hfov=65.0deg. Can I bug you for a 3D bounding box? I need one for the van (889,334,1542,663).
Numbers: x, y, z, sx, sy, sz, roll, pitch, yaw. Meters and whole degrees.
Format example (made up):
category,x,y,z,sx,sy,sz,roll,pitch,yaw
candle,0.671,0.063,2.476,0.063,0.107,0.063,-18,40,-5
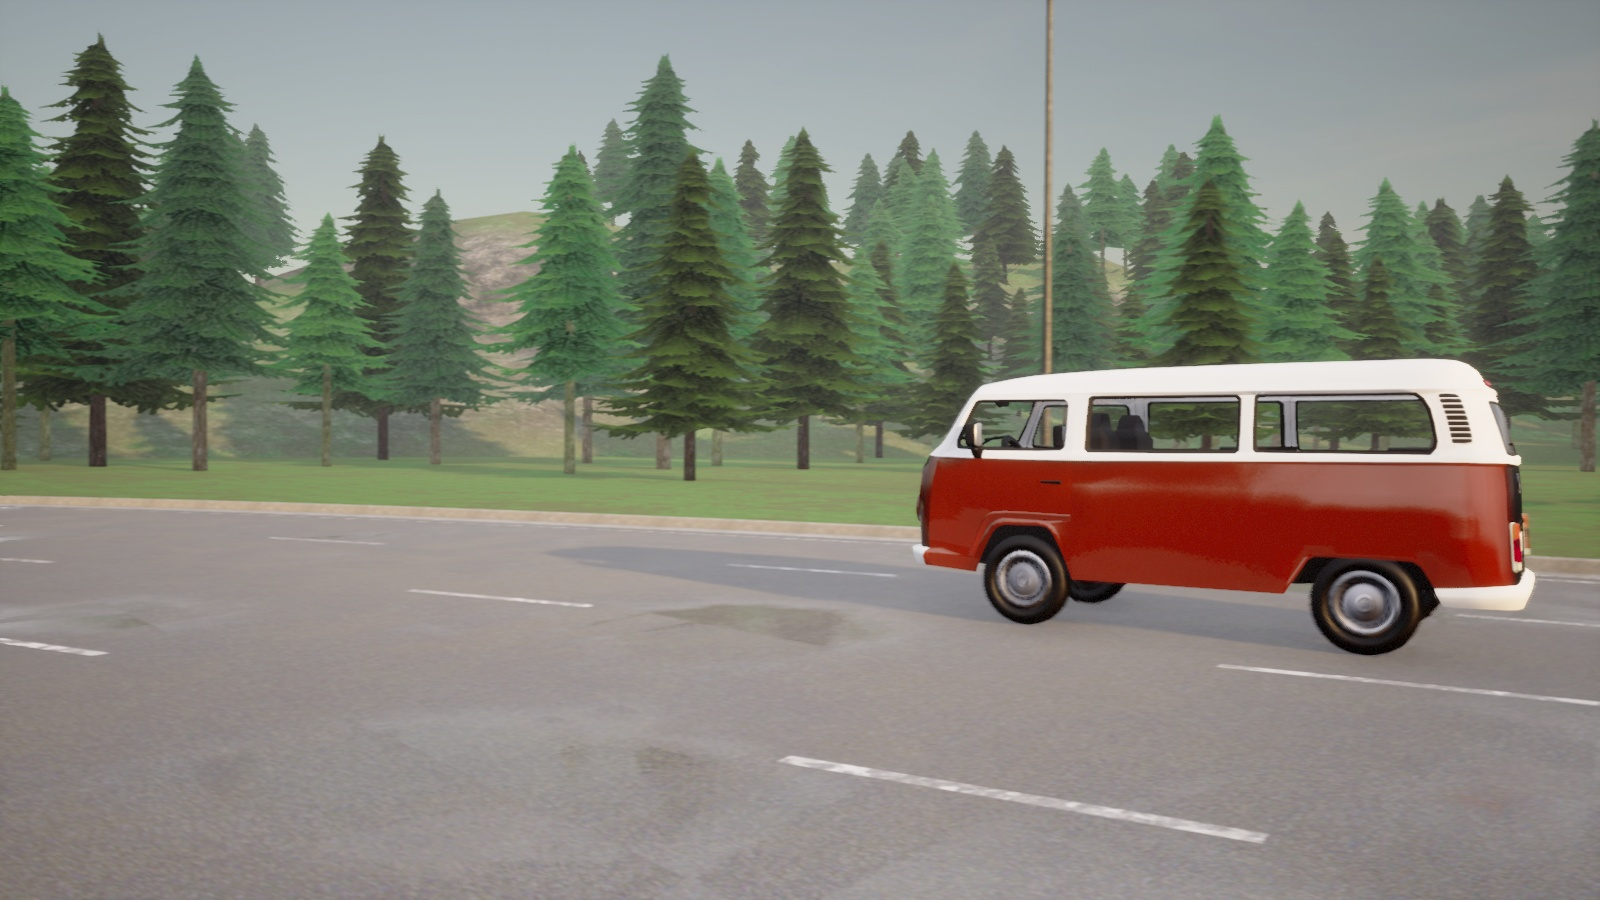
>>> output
category,x,y,z,sx,sy,sz,roll,pitch,yaw
van,3.178,0.296,9.836,4.480,2.038,2.069,0,1,32
